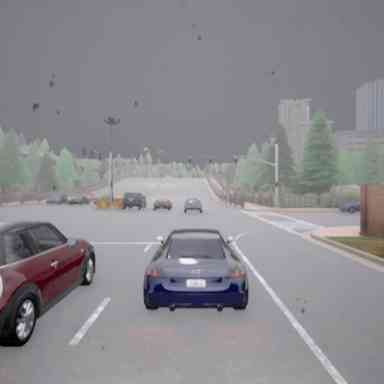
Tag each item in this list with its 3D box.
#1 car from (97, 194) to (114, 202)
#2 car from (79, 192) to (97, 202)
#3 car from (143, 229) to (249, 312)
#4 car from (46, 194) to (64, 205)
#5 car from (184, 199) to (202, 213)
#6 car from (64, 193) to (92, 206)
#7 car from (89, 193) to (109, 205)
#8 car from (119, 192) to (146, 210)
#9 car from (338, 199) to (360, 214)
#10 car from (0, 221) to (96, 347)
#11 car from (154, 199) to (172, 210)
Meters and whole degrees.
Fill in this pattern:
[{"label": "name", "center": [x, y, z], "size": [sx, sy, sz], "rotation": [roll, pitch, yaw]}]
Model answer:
[{"label": "car", "center": [-17.533, 1.212, 67.376], "size": [2.128, 1.511, 4.902], "rotation": [0, 1, 0]}, {"label": "car", "center": [-21.034, 1.038, 67.489], "size": [2.097, 1.767, 4.553], "rotation": [0, 1, 0]}, {"label": "car", "center": [0.077, 1.534, 7.738], "size": [1.994, 1.385, 4.181], "rotation": [0, 0, 0]}, {"label": "car", "center": [-21.064, 1.152, 52.071], "size": [2.097, 1.767, 4.553], "rotation": [0, 0, 0]}, {"label": "car", "center": [0.109, 1.411, 35.674], "size": [2.033, 1.411, 5.357], "rotation": [0, 0, 0]}, {"label": "car", "center": [-17.567, 1.348, 51.929], "size": [2.033, 1.411, 5.357], "rotation": [0, 0, 0]}, {"label": "car", "center": [-14.071, 1.304, 52.136], "size": [1.837, 1.490, 4.892], "rotation": [0, 0, 0]}, {"label": "car", "center": [-6.889, 1.067, 40.155], "size": [2.150, 2.045, 5.566], "rotation": [0, 0, 0]}, {"label": "car", "center": [17.097, 1.398, 33.156], "size": [4.674, 1.442, 1.812], "rotation": [0, 0, 0]}, {"label": "car", "center": [-3.431, 1.327, 6.441], "size": [2.097, 1.767, 4.553], "rotation": [0, 0, 0]}, {"label": "car", "center": [-3.390, 1.449, 39.536], "size": [1.895, 1.301, 4.718], "rotation": [0, 0, 0]}]
